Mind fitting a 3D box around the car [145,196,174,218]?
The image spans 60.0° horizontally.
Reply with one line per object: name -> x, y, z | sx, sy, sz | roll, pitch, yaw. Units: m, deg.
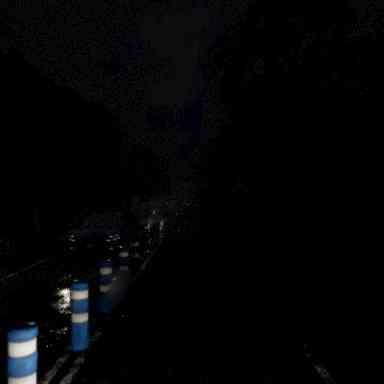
car -> -3.089, 1.429, 29.918 | 2.128, 1.511, 4.902 | 0, 0, 1

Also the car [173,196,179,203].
car -> -2.779, 1.122, 45.973 | 1.812, 1.442, 4.674 | 0, 0, 1

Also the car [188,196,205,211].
car -> 0.471, 1.452, 38.767 | 2.033, 1.411, 5.357 | 0, 0, 1

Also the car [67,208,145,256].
car -> -3.286, 1.462, 13.209 | 1.882, 1.535, 5.008 | 0, 0, 0

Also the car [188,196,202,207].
car -> 0.519, 1.382, 51.756 | 2.033, 1.411, 5.357 | -2, 1, 1
